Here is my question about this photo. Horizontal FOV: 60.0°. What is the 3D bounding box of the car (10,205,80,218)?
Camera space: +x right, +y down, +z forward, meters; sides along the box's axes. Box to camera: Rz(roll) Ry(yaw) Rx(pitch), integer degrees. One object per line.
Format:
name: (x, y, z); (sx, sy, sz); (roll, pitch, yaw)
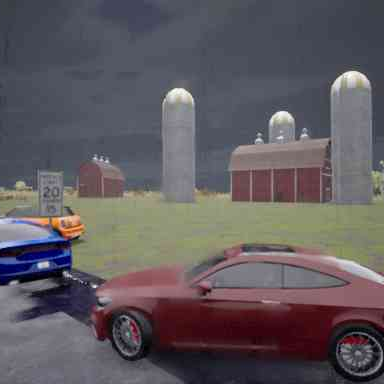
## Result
car: (-7.276, 1.369, 14.789); (4.553, 1.767, 2.097); (0, 0, 7)

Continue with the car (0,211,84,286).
car: (-5.183, 1.481, 9.051); (5.008, 1.535, 1.882); (0, 0, 41)

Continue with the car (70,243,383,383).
car: (0.848, 1.534, 5.002); (4.674, 1.442, 1.812); (0, 0, 9)
